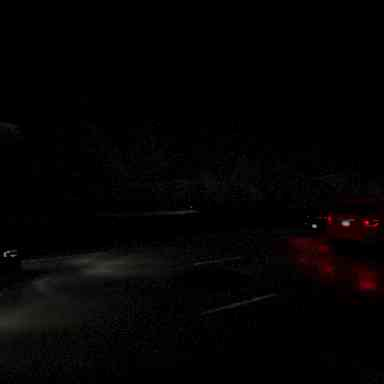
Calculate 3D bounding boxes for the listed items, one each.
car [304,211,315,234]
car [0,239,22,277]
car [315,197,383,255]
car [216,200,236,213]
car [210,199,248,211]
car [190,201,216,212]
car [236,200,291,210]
[{"bbox_3d":[8.143,1.510,18.155,4.902,1.511,2.128,0,0,-36],"label":"car"},{"bbox_3d":[-6.678,1.477,7.580,5.008,1.535,1.882,0,0,-36],"label":"car"},{"bbox_3d":[7.718,1.237,13.566,5.566,2.045,2.150,0,0,-36],"label":"car"},{"bbox_3d":[4.912,1.590,33.286,4.181,1.385,1.994,0,0,-35],"label":"car"},{"bbox_3d":[4.659,1.632,41.703,4.718,1.301,1.895,0,0,-35],"label":"car"},{"bbox_3d":[2.109,1.626,35.589,4.718,1.301,1.895,0,0,-35],"label":"car"},{"bbox_3d":[6.878,1.573,30.391,5.357,1.411,2.033,0,0,-36],"label":"car"}]
